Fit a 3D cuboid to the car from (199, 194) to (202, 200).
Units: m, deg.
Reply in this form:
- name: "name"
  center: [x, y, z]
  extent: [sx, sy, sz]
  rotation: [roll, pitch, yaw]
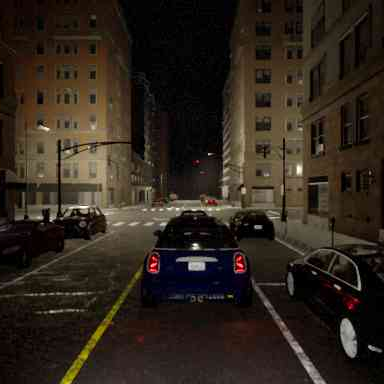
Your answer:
- name: "car"
  center: [3.126, 1.586, 75.353]
  extent: [1.967, 1.590, 4.097]
  rotation: [0, 0, 0]

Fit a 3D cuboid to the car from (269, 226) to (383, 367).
- name: "car"
  center: [2.868, 1.555, 5.625]
  extent: [2.008, 1.369, 4.403]
  rotation: [0, 0, 0]

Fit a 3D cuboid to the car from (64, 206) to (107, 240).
- name: "car"
  center: [-5.628, 1.454, 16.650]
  extent: [1.967, 1.590, 4.097]
  rotation: [0, 0, 0]

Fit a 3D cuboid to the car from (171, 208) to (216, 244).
- name: "car"
  center: [0.088, 1.578, 16.698]
  extent: [1.994, 1.385, 4.181]
  rotation: [0, 0, 0]

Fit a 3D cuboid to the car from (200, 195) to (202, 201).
- name: "car"
  center: [3.079, 1.659, 64.535]
  extent: [2.008, 1.369, 4.403]
  rotation: [0, 0, 0]

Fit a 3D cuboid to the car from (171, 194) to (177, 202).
- name: "car"
  center: [-5.375, 1.691, 80.625]
  extent: [1.752, 1.417, 4.829]
  rotation: [0, 0, 0]

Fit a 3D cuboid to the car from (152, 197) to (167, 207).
- name: "car"
  center: [-5.495, 1.662, 53.753]
  extent: [1.802, 1.307, 4.206]
  rotation: [0, 0, 0]

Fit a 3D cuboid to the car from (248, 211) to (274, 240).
- name: "car"
  center: [2.898, 1.580, 16.627]
  extent: [1.947, 1.339, 4.313]
  rotation: [0, 0, 0]

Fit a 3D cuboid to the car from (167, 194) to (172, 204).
- name: "car"
  center: [-5.446, 1.659, 64.569]
  extent: [2.008, 1.369, 4.403]
  rotation: [0, 0, 0]

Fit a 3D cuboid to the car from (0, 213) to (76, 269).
- name: "car"
  center: [-5.642, 1.591, 11.149]
  extent: [1.802, 1.307, 4.206]
  rotation: [0, 0, 0]

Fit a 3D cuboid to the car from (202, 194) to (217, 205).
- name: "car"
  center: [3.030, 1.520, 53.717]
  extent: [1.967, 1.590, 4.097]
  rotation: [0, 0, 0]

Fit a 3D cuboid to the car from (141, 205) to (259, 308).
- name: "car"
  center: [0.099, 1.359, 8.115]
  extent: [2.097, 1.767, 4.553]
  rotation: [0, 0, 0]

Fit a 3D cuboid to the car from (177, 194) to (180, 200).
- name: "car"
  center: [-5.327, 1.531, 91.613]
  extent: [2.192, 1.841, 5.009]
  rotation: [0, 0, 0]
